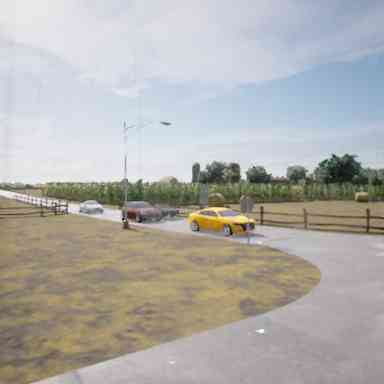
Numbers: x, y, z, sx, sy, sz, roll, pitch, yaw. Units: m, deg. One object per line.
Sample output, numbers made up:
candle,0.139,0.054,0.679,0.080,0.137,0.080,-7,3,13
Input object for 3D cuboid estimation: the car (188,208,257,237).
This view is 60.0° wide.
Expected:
car,1.737,1.735,20.347,1.882,1.535,5.008,-1,0,-35

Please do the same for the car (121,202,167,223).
car,-4.446,1.667,29.042,2.097,1.767,4.553,-1,0,-35

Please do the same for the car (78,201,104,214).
car,-12.054,1.814,39.766,1.812,1.442,4.674,-1,1,-35

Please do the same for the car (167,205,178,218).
car,-3.410,1.891,32.544,1.895,1.301,4.718,-1,0,-36
